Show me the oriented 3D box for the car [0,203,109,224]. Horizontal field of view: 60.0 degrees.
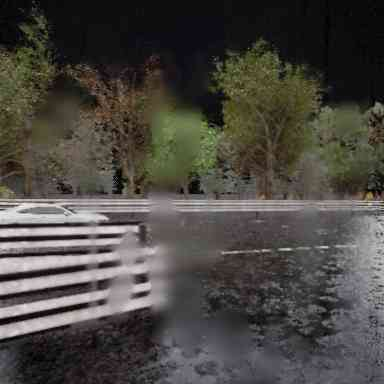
[{"bbox_3d":[-5.852,1.189,13.921,4.674,1.442,1.812,1,0,-21],"label":"car"}]
